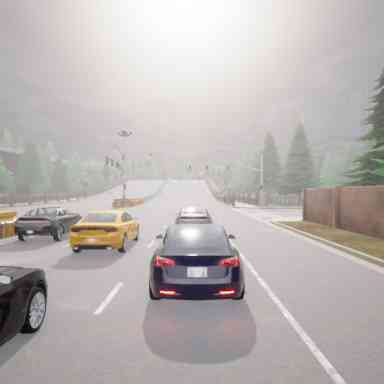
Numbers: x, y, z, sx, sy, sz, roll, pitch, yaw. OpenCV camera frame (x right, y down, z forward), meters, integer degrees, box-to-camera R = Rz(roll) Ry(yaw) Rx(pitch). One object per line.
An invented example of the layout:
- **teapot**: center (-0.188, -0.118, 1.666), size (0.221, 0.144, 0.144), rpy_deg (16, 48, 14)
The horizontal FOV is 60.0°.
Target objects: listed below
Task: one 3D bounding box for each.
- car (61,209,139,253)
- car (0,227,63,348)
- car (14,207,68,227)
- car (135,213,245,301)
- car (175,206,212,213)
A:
- **car**: center (-3.407, 1.478, 13.754), size (1.882, 1.535, 5.008), rpy_deg (0, 0, 0)
- **car**: center (-3.400, 1.478, 3.737), size (1.882, 1.535, 5.008), rpy_deg (0, 0, 0)
- **car**: center (-6.909, 1.491, 16.599), size (2.128, 1.511, 4.902), rpy_deg (0, 0, 0)
- **car**: center (0.096, 1.504, 8.400), size (2.163, 1.488, 4.792), rpy_deg (0, 0, 0)
- **car**: center (0.090, 1.492, 17.491), size (2.128, 1.511, 4.902), rpy_deg (0, 0, 0)
